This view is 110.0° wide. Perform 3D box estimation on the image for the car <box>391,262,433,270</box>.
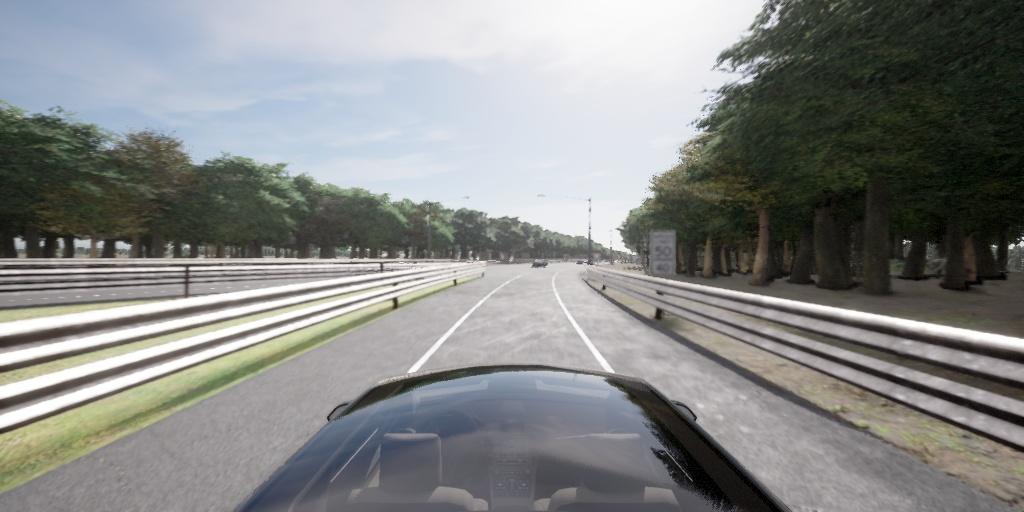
[{"bbox_3d":[-9.604,1.227,35.700,1.895,1.301,4.718,1,0,27],"label":"car"}]
